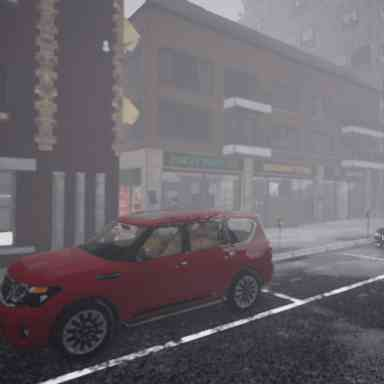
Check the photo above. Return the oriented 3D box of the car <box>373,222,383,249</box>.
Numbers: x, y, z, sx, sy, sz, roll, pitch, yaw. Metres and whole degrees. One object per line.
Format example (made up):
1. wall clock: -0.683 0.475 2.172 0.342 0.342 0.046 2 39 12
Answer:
1. car: 8.624 1.462 12.673 4.403 1.369 2.008 0 1 -35

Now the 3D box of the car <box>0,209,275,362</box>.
1. car: -0.637 1.297 6.077 5.009 1.841 2.192 0 1 -35
